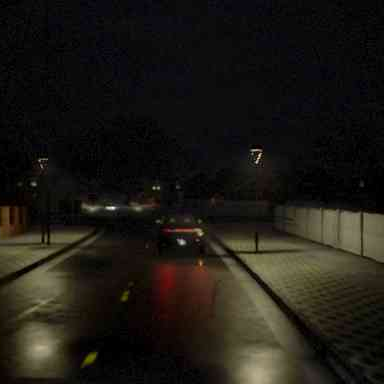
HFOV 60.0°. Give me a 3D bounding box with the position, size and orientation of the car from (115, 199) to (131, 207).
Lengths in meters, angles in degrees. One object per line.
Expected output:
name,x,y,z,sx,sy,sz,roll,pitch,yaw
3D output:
car,-13.388,2.207,66.330,1.837,1.490,4.892,0,0,-23

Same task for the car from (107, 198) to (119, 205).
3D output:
car,-19.201,2.222,80.547,2.128,1.511,4.902,0,-1,-20

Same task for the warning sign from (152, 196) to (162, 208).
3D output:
warning sign,-5.544,1.644,52.527,1.300,1.860,1.060,1,0,-18

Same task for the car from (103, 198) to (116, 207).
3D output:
car,-16.677,2.256,67.016,2.128,1.511,4.902,0,0,-23

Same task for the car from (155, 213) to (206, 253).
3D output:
car,-0.540,1.636,14.400,2.128,1.511,4.902,0,0,-5
